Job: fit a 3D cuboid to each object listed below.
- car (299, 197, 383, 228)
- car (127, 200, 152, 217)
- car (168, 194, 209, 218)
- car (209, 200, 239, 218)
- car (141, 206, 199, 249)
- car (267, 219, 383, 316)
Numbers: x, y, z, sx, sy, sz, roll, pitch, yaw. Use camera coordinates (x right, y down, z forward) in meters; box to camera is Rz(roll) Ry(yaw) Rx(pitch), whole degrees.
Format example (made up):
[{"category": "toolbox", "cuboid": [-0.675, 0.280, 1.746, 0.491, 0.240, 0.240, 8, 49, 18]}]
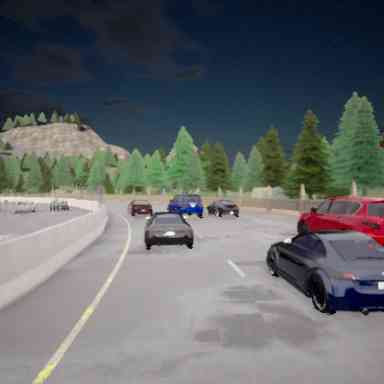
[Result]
[{"category": "car", "cuboid": [6.200, 1.209, 13.101, 2.150, 2.045, 5.566, 0, 0, -7]}, {"category": "car", "cuboid": [-5.047, 1.465, 31.742, 1.882, 1.535, 5.008, 0, 0, -18]}, {"category": "car", "cuboid": [-0.650, 1.206, 29.449, 2.150, 2.045, 5.566, 0, 0, -16]}, {"category": "car", "cuboid": [2.687, 1.486, 30.273, 1.837, 1.490, 4.892, 0, 0, -16]}, {"category": "car", "cuboid": [-1.094, 1.557, 14.700, 1.994, 1.385, 4.181, 0, 0, -7]}, {"category": "car", "cuboid": [3.174, 1.557, 7.635, 1.994, 1.385, 4.181, 0, 0, -4]}]
